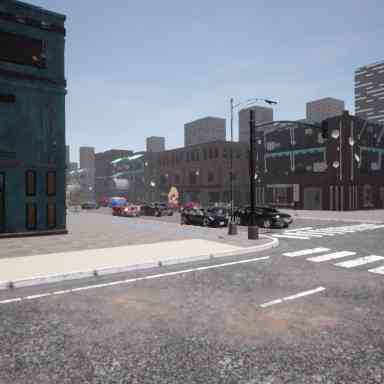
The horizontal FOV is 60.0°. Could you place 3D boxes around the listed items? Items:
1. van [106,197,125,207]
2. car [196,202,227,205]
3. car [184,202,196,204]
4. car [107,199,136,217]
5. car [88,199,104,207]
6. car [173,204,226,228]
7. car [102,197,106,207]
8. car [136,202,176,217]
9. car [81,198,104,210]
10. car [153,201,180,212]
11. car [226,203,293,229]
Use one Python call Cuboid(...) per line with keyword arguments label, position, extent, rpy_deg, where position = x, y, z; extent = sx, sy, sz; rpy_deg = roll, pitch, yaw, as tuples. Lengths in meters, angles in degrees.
Cuboid(label="van", position=(-13.220, 1.906, 58.941), extent=(1.690, 1.788, 3.998), rpy_deg=(-1, 0, -36))
Cuboid(label="car", position=(2.872, 1.809, 36.421), extent=(2.008, 1.369, 4.403), rpy_deg=(-2, 0, -36))
Cuboid(label="car", position=(-0.345, 1.903, 40.926), extent=(1.802, 1.307, 4.206), rpy_deg=(-2, 0, -36))
Cuboid(label="car", position=(-7.166, 1.846, 36.052), extent=(1.967, 1.590, 4.097), rpy_deg=(-1, 0, -36))
Cuboid(label="car", position=(-19.651, 2.227, 67.949), extent=(1.887, 1.381, 4.507), rpy_deg=(-1, 0, -36))
Cuboid(label="car", position=(0.804, 1.814, 24.690), extent=(1.947, 1.339, 4.313), rpy_deg=(-2, 0, -36))
Cuboid(label="car", position=(-16.439, 1.939, 63.444), extent=(2.192, 1.841, 5.009), rpy_deg=(-1, 0, -36))
Cuboid(label="car", position=(-3.806, 1.859, 35.825), extent=(1.837, 1.490, 4.892), rpy_deg=(-1, 0, -36))
Cuboid(label="car", position=(-16.349, 2.160, 53.547), extent=(1.994, 1.385, 4.181), rpy_deg=(-1, 0, -35))
Cuboid(label="car", position=(-3.562, 1.965, 45.429), extent=(1.802, 1.307, 4.206), rpy_deg=(-2, 0, -36))
Cuboid(label="car", position=(4.877, 1.688, 23.469), extent=(1.837, 1.490, 4.892), rpy_deg=(-1, 0, -33))
